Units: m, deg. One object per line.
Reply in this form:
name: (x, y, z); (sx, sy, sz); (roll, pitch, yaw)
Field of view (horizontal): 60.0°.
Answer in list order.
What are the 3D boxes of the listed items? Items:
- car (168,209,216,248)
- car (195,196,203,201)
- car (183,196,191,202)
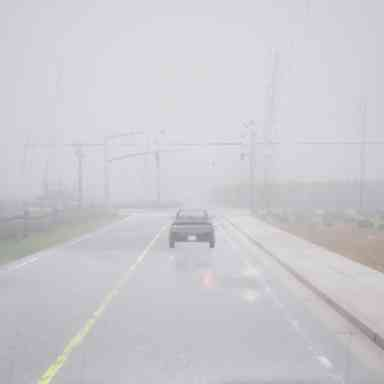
car: (0.000, 1.493, 14.650); (2.128, 1.511, 4.902); (0, 0, 0)
car: (1.693, 1.527, 81.158); (1.895, 1.301, 4.718); (0, 0, -3)
car: (-1.145, 1.567, 75.660); (2.033, 1.411, 5.357); (0, 0, -3)
